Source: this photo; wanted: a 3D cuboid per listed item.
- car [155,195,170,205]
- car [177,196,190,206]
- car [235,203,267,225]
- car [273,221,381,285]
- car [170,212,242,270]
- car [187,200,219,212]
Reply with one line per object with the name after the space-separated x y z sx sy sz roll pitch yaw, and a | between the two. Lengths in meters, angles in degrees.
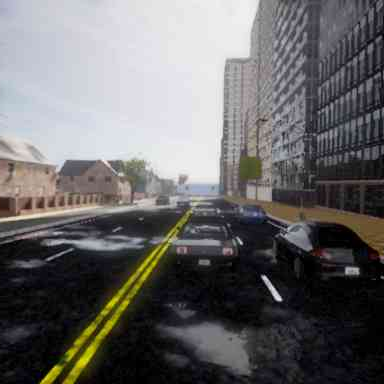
-4.507 1.248 51.792 1.882 1.535 5.008 1 0 3 | car
-1.271 1.376 51.512 2.033 1.411 5.357 1 0 3 | car
4.220 1.539 24.195 2.033 1.411 5.357 1 0 3 | car
3.621 1.554 9.587 1.812 1.442 4.674 1 0 3 | car
0.434 1.568 10.971 1.895 1.301 4.718 1 0 3 | car
0.973 1.481 24.329 2.033 1.411 5.357 1 0 3 | car
